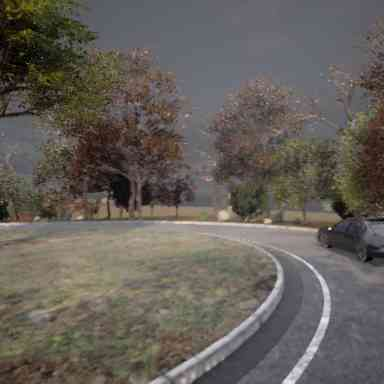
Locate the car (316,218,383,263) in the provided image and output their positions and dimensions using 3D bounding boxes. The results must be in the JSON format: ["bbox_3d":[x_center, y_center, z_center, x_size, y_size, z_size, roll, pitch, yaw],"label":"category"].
[{"bbox_3d":[6.561,1.672,12.525,2.033,1.411,5.357,-1,-1,-1],"label":"car"}]
